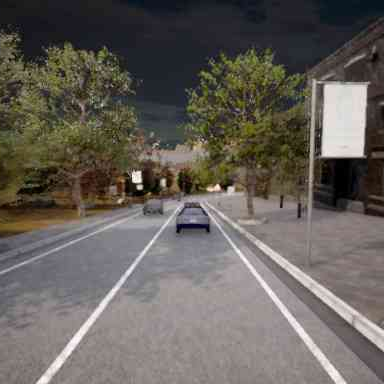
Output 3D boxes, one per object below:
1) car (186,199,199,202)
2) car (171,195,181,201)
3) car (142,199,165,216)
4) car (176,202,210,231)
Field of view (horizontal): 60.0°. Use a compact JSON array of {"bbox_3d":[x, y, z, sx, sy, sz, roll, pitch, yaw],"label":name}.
[{"bbox_3d":[0.025,1.525,40.154,1.895,1.301,4.718,0,0,0],"label":"car"},{"bbox_3d":[-3.341,1.277,72.892,2.033,1.411,5.357,0,0,3],"label":"car"},{"bbox_3d":[-3.655,1.444,32.490,1.837,1.490,4.892,0,0,0],"label":"car"},{"bbox_3d":[0.064,1.526,20.111,1.994,1.385,4.181,0,0,0],"label":"car"}]
